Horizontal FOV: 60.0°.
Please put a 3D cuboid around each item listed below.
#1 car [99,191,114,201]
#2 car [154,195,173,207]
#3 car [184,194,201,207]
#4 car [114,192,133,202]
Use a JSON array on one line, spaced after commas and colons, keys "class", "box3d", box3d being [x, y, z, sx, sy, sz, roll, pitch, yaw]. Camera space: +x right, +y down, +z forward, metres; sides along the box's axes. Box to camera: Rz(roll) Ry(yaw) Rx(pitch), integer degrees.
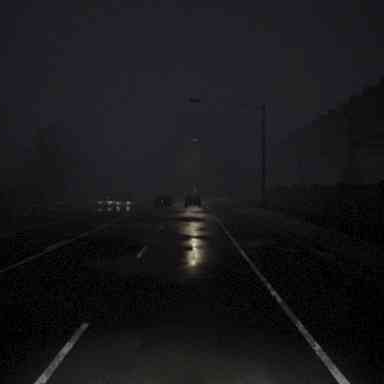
[{"class": "car", "box3d": [-14.044, 0.688, 55.617, 1.837, 1.490, 4.892, 0, 1, 1]}, {"class": "car", "box3d": [-3.398, 0.986, 40.146, 1.994, 1.385, 4.181, 0, 1, 0]}, {"class": "car", "box3d": [0.102, 0.922, 39.575, 2.128, 1.511, 4.902, 0, 1, 0]}, {"class": "car", "box3d": [-10.557, 0.731, 52.879, 1.837, 1.490, 4.892, 0, 1, 0]}]
